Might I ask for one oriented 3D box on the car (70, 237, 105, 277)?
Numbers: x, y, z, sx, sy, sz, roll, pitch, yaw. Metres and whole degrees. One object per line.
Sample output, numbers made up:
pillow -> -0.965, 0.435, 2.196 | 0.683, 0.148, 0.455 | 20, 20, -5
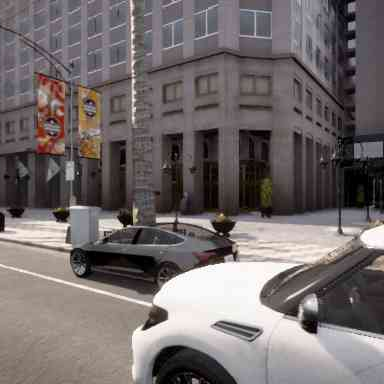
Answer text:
car -> -1.109, 1.513, 8.579 | 4.786, 1.482, 2.161 | 0, 0, 35

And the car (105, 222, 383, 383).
car -> 2.058, 1.224, 2.521 | 5.566, 2.045, 2.150 | 0, 0, 36
